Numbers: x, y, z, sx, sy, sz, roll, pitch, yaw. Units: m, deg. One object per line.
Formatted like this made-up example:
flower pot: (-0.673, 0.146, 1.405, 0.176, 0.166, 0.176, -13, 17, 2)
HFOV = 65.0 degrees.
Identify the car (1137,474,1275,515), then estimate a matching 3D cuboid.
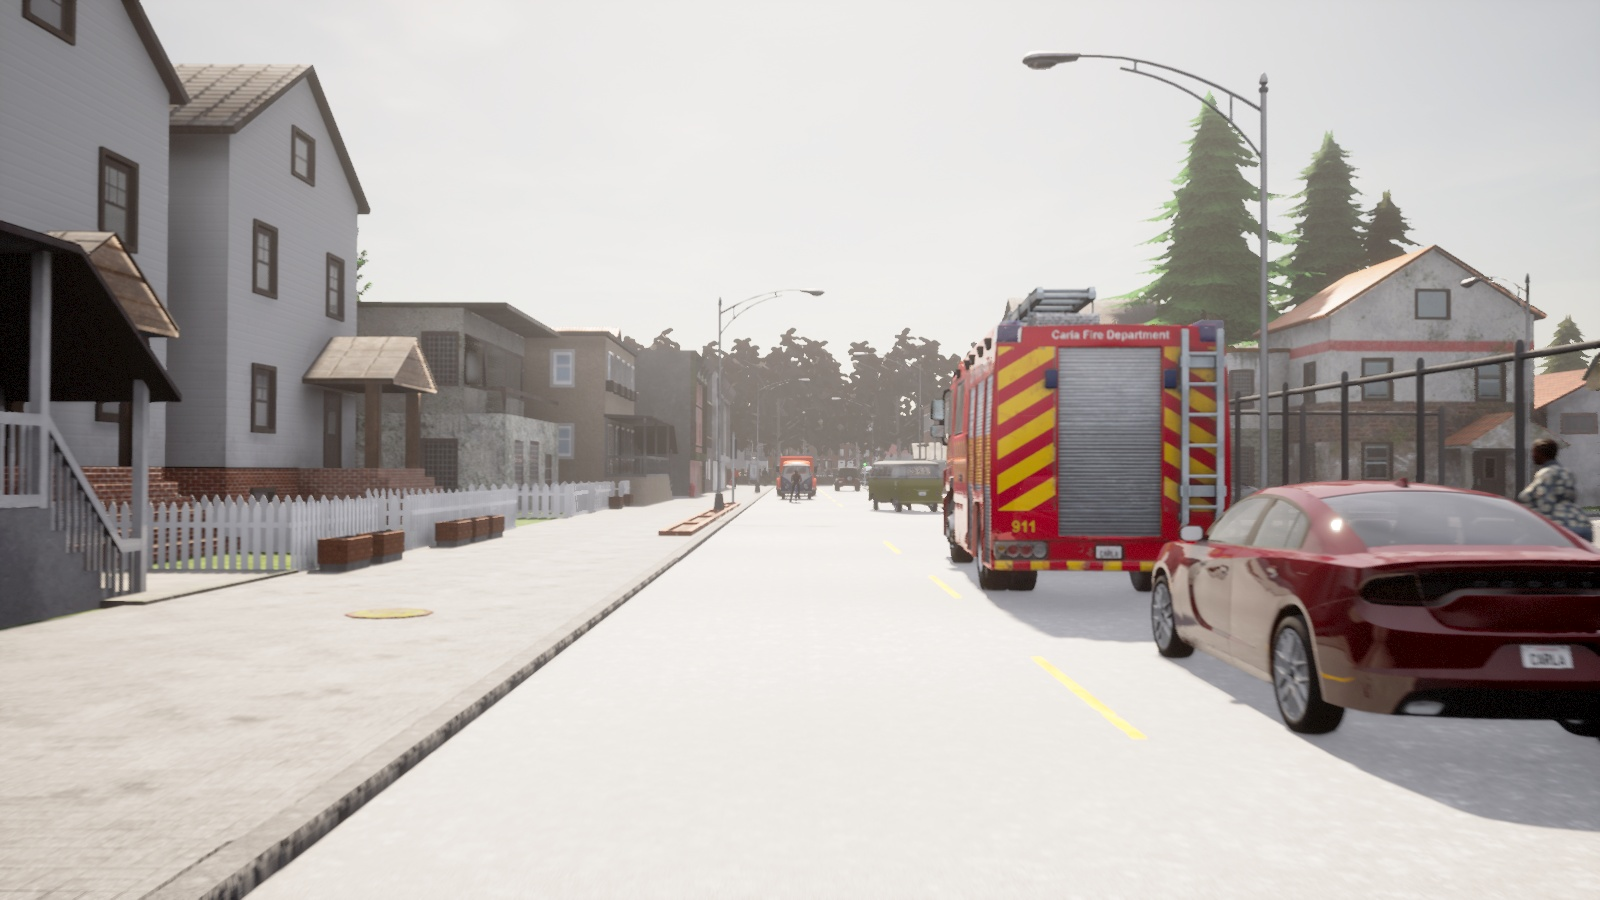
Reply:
car: (14.206, 1.561, 44.098, 4.181, 1.385, 1.994, 0, -1, 0)

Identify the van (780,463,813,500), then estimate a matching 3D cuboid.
van: (-0.179, 1.745, 70.257, 1.775, 1.987, 4.442, 0, -1, 0)

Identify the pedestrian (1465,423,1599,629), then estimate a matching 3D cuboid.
pedestrian: (7.017, 0.694, 11.897, 0.874, 1.855, 0.900, 0, -1, -25)

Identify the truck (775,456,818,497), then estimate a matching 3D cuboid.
truck: (-0.205, 1.662, 79.570, 2.627, 2.467, 5.204, 0, -1, 0)

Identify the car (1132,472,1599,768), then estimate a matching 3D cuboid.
car: (3.937, 0.928, 9.046, 1.882, 1.535, 5.008, 0, -1, 2)

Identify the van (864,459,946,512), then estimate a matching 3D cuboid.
van: (4.073, 1.382, 49.568, 1.775, 1.987, 4.442, 0, -1, -15)

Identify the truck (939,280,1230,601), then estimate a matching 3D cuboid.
truck: (3.868, -0.042, 19.285, 2.891, 3.827, 8.468, 0, -1, 3)
